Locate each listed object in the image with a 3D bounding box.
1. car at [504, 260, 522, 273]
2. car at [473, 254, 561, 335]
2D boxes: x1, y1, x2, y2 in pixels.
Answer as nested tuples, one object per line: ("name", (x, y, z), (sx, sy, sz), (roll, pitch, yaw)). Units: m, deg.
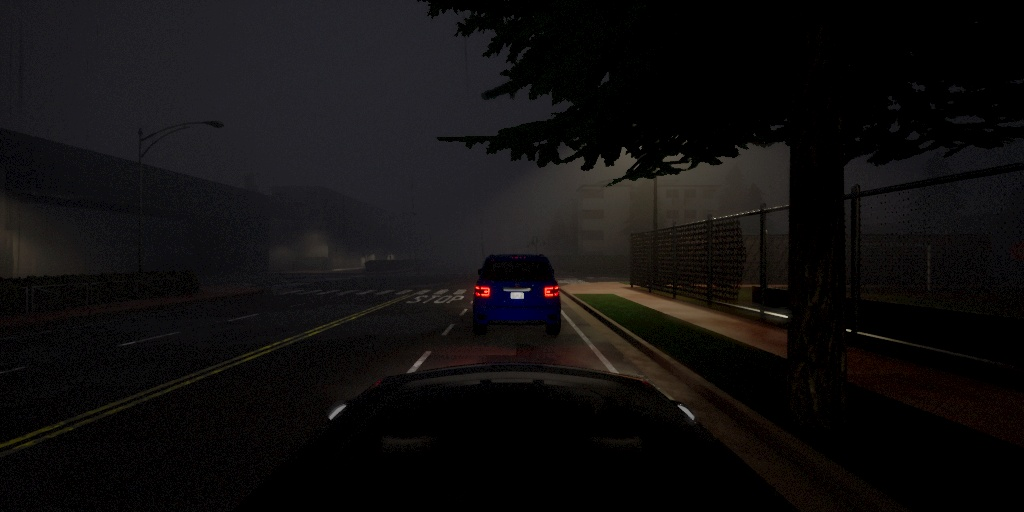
("car", (0.066, 1.241, 45.747), (2.128, 1.511, 4.902), (0, 0, 0))
("car", (0.124, 0.972, 10.642), (2.150, 2.045, 5.566), (0, 0, 0))
